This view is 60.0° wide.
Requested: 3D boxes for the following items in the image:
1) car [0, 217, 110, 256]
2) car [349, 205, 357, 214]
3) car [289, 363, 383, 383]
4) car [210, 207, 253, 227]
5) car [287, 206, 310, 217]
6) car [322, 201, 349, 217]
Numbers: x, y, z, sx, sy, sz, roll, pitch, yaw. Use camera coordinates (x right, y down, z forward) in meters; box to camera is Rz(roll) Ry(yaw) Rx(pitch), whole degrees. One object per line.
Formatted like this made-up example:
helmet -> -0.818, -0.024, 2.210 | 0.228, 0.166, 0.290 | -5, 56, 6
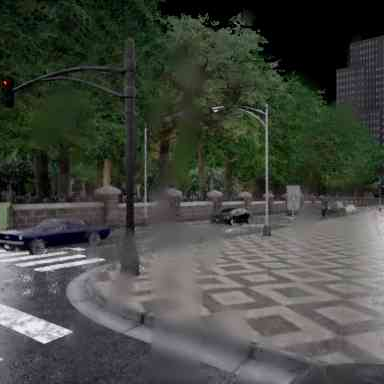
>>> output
car -> -5.860, 1.802, 14.409 | 1.895, 1.301, 4.718 | 0, -1, 29
car -> 25.281, 2.770, 53.478 | 1.812, 1.442, 4.674 | 0, -1, 35
car -> 2.373, 1.551, 1.264 | 4.403, 1.369, 2.008 | 0, 0, 36
car -> 3.436, 2.019, 28.222 | 1.882, 1.535, 5.008 | 0, -1, 35
car -> 13.667, 2.478, 42.573 | 1.994, 1.385, 4.181 | 0, -1, 36
car -> 19.141, 2.238, 44.824 | 2.150, 2.045, 5.566 | 0, -1, 35
